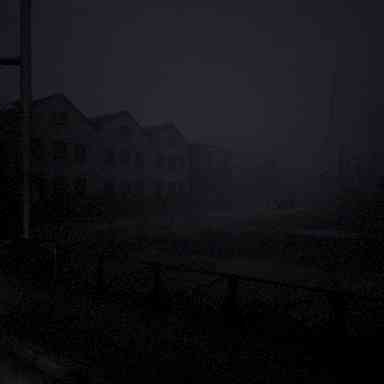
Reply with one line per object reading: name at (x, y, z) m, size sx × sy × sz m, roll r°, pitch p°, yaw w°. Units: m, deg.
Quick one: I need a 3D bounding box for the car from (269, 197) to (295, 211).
car at (11.020, 1.438, 40.659) m, size 1.837 × 1.490 × 4.892 m, roll -1°, pitch 0°, yaw 35°
